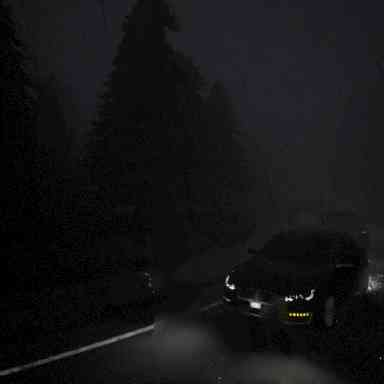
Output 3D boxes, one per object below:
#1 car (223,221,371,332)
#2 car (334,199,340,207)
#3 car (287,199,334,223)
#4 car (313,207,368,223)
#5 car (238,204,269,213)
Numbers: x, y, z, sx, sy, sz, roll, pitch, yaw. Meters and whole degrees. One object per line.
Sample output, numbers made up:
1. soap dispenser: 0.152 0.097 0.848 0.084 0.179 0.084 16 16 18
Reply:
1. car: 2.522 1.618 7.301 1.837 1.490 4.892 -1 -1 38
2. car: 12.903 1.726 33.547 2.150 2.045 5.566 0 -1 -1
3. car: 9.190 1.625 26.838 2.150 2.045 5.566 0 -1 5
4. car: 7.434 1.743 16.525 2.128 1.511 4.902 0 -1 17
5. car: 8.656 2.302 47.236 1.895 1.301 4.718 1 -1 -32
